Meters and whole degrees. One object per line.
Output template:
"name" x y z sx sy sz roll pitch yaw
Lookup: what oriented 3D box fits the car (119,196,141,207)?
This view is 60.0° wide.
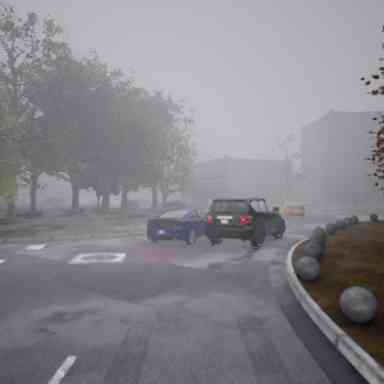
"car" -10.928 1.866 57.360 1.812 1.442 4.674 0 0 -30

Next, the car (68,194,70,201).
"car" -33.567 1.811 82.221 5.008 1.535 2.097 0 0 -15

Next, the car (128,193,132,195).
"car" -14.293 1.739 88.300 4.553 1.767 2.185 0 0 -15

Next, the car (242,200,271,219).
"car" 6.220 1.648 32.586 1.882 1.535 5.008 1 0 0

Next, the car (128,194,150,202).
"car" -12.936 1.897 83.037 4.792 1.488 2.163 0 0 -15

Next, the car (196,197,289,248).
"car" 2.572 1.261 15.247 2.150 2.045 5.566 -1 -1 29

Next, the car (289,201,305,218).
"car" 9.412 1.648 32.446 1.882 1.535 5.008 1 0 1

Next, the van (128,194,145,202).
"van" -15.194 1.632 91.069 4.442 1.987 1.878 0 0 -15

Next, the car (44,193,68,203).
"car" -32.810 1.690 79.564 4.553 1.767 2.185 0 0 -15

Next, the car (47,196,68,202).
"car" -34.280 1.843 84.884 4.674 1.452 2.002 0 0 -15

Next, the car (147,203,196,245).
"car" -0.276 1.522 16.005 1.882 1.535 5.008 -1 -1 23

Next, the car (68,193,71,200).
"car" -34.973 1.668 87.552 4.553 1.767 2.185 0 0 -15

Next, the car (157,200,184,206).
"car" -3.308 1.920 52.882 4.718 1.301 1.895 0 -1 36
